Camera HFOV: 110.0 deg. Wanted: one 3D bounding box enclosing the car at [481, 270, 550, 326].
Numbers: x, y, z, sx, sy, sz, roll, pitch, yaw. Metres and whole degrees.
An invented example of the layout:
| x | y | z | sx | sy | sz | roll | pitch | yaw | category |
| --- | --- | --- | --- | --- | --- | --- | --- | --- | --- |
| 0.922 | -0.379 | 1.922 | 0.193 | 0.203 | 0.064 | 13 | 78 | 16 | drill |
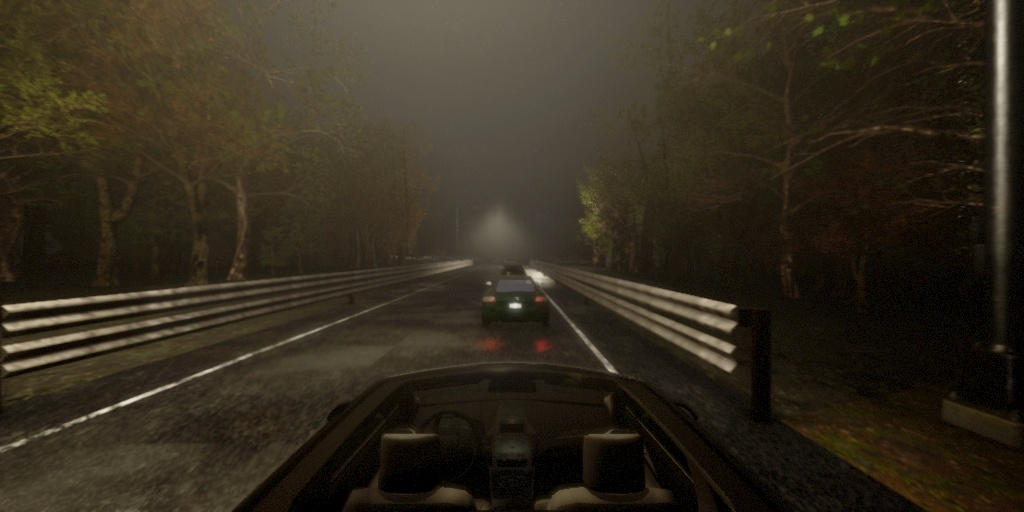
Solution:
| x | y | z | sx | sy | sz | roll | pitch | yaw | category |
| --- | --- | --- | --- | --- | --- | --- | --- | --- | --- |
| 0.095 | 1.307 | 11.626 | 1.994 | 1.385 | 4.181 | 0 | 0 | 0 | car |

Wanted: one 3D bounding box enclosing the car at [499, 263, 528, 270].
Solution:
| x | y | z | sx | sy | sz | roll | pitch | yaw | category |
| --- | --- | --- | --- | --- | --- | --- | --- | --- | --- |
| 0.102 | 1.236 | 26.971 | 1.837 | 1.490 | 4.892 | 0 | 0 | 0 | car |
